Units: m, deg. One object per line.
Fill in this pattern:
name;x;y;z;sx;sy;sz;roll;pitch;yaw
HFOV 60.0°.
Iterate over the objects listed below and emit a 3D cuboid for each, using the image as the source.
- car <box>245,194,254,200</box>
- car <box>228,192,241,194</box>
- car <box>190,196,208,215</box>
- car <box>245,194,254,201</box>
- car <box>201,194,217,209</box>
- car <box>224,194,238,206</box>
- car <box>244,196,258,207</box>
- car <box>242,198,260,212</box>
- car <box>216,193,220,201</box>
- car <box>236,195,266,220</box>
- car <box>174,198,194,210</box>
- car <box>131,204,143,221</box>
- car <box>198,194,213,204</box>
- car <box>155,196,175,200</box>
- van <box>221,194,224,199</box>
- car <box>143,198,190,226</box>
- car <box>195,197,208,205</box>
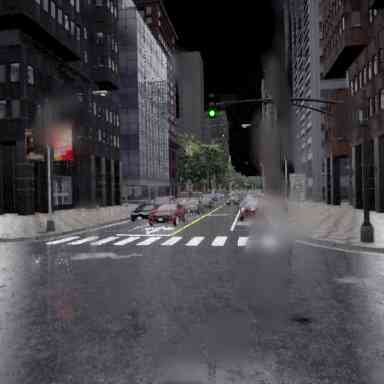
car;14.712;1.324;84.978;2.008;1.369;4.403;-1;0;10
car;8.135;1.352;62.681;2.128;1.511;4.902;-1;0;10
car;0.101;1.484;33.698;1.837;1.490;4.892;-1;0;9
car;12.897;1.226;74.281;1.967;1.590;4.097;-1;0;10
car;1.833;1.462;43.885;1.837;1.490;4.892;-1;0;10
car;6.471;1.477;52.854;1.895;1.301;4.718;-1;0;10
car;8.368;1.372;47.536;1.887;1.381;4.507;-1;0;10
car;6.557;1.431;36.839;1.802;1.307;4.206;-1;0;10
car;4.492;1.278;75.717;2.192;1.841;5.009;-1;0;10
car;4.741;1.312;26.142;1.967;1.590;4.097;-1;0;10
car;-0.969;1.541;43.450;1.752;1.417;4.829;-1;0;10
car;-3.659;1.614;27.568;1.947;1.339;4.313;-1;0;10
car;2.679;1.293;65.017;2.192;1.841;5.009;-1;0;10
car;-2.759;1.352;32.919;2.192;1.841;5.009;-1;0;10
van;7.212;1.285;91.766;1.690;1.788;3.998;-1;0;10
car;-1.635;1.478;23.529;1.882;1.535;5.008;-1;0;9
car;1.779;1.568;59.667;1.802;1.307;4.206;-1;0;10
